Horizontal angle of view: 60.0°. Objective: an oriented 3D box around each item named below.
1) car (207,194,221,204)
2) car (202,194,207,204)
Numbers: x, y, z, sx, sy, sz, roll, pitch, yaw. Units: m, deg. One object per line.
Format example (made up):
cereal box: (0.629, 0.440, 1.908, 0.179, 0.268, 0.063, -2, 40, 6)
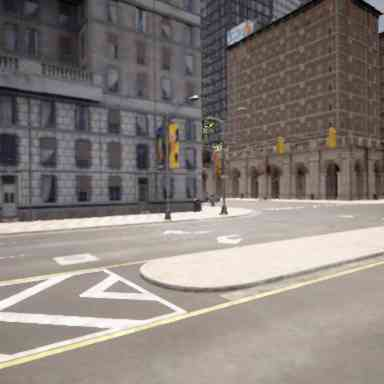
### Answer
car: (2.695, 1.058, 53.572, 1.837, 1.490, 4.892, -1, 1, -35)
car: (-0.129, 1.127, 51.501, 1.812, 1.442, 4.674, -1, 0, -35)
